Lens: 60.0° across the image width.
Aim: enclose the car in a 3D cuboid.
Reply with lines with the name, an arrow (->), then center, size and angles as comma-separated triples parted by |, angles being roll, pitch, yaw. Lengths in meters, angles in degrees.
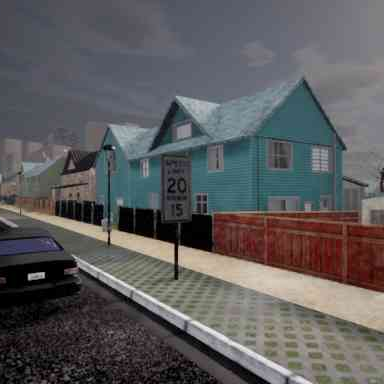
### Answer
car -> -4.239, 1.551, 7.983 | 2.033, 1.411, 5.357 | 0, 0, -36
